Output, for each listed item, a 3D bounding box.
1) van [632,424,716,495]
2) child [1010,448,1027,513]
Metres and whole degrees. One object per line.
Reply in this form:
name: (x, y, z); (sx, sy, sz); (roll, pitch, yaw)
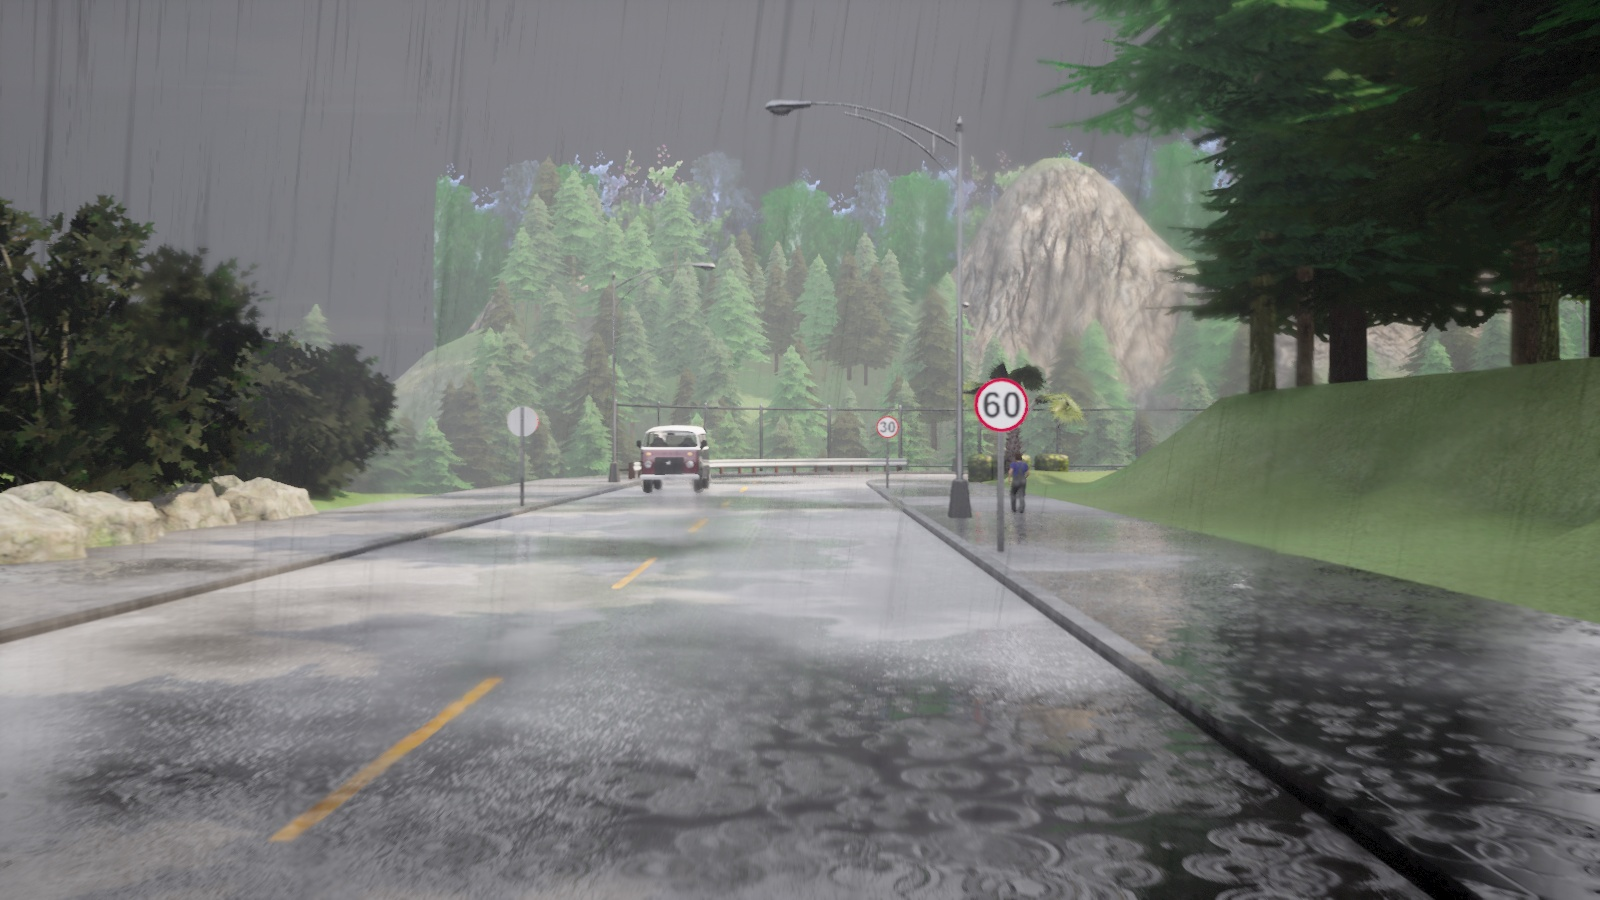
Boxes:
van: (-3.764, 0.251, 38.223); (2.069, 2.038, 4.480); (0, 0, 0)
child: (4.336, 0.599, 24.950); (0.270, 1.263, 0.437); (0, 0, 2)
